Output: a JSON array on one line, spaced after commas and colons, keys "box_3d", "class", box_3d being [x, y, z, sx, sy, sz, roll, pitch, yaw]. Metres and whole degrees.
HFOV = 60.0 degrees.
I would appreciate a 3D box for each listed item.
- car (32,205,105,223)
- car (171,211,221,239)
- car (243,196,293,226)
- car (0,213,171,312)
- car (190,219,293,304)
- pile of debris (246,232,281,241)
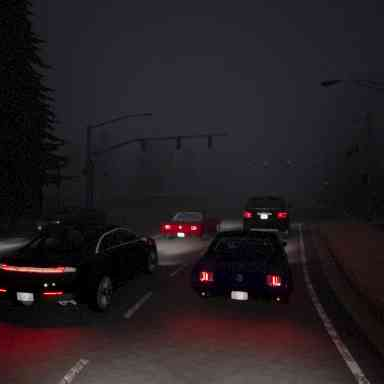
[{"box_3d": [-6.738, 1.501, 18.663, 2.128, 1.511, 4.902, 0, 0, 17], "class": "car"}, {"box_3d": [0.163, 1.601, 16.806, 1.895, 1.301, 4.718, 0, 0, 17], "class": "car"}, {"box_3d": [4.062, 1.221, 17.623, 2.150, 2.045, 5.566, 0, 0, 17], "class": "car"}, {"box_3d": [-2.240, 1.492, 7.793, 2.128, 1.511, 4.902, 0, 0, 11], "class": "car"}, {"box_3d": [1.387, 1.601, 8.227, 1.895, 1.301, 4.718, 0, 0, 13], "class": "car"}, {"box_3d": [3.538, 2.175, 16.343, 1.500, 0.140, 1.860, 0, 0, 17], "class": "pile of debris"}]
